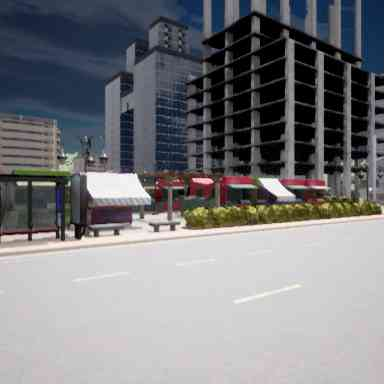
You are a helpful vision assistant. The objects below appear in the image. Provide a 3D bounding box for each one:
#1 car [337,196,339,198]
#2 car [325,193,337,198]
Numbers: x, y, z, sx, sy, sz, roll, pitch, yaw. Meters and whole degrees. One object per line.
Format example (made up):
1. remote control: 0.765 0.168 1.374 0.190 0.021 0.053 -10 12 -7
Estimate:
1. car: 29.692 1.074 71.018 1.905 1.878 3.866 0 0 -36
2. car: 27.301 1.074 69.307 1.905 1.878 3.866 0 0 -36
